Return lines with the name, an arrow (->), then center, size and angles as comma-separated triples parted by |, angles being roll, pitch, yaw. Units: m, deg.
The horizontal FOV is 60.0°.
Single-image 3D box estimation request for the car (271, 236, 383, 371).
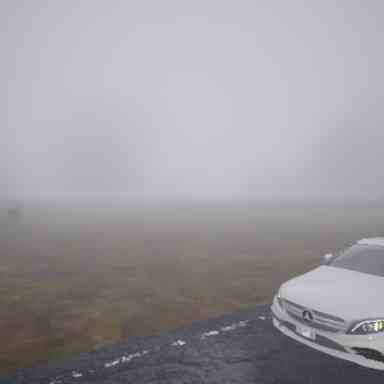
car -> 3.403, 1.511, 5.519 | 4.674, 1.442, 1.812 | 0, 0, -33
